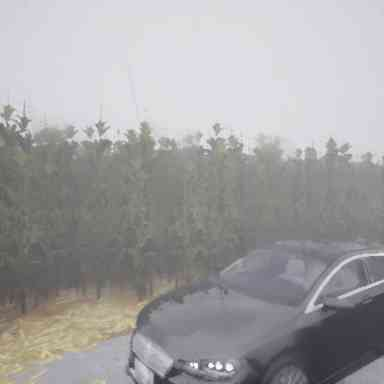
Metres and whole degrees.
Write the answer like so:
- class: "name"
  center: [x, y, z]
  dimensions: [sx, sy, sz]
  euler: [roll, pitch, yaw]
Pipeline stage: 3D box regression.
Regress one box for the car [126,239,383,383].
- class: "car"
  center: [1.550, 1.476, 4.580]
  dimensions: [4.902, 1.511, 2.128]
  euler: [0, 0, -35]
